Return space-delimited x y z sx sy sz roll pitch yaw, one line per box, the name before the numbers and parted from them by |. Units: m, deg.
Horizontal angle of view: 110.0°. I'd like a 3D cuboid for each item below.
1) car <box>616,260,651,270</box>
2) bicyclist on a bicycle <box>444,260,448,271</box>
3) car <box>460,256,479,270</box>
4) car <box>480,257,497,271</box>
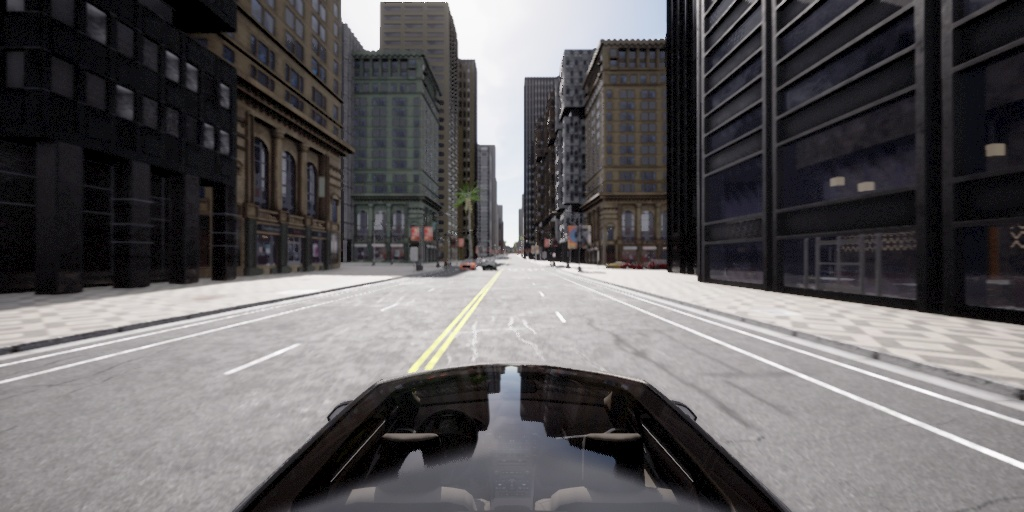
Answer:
car | 20.688 1.731 61.203 4.507 1.381 1.888 0 0 0
bicyclist on a bicycle | -8.926 1.323 48.242 0.582 1.620 1.656 0 0 -1
car | -6.540 1.232 53.885 2.097 1.767 4.553 0 0 0
car | -3.296 1.231 53.075 2.097 1.767 4.553 0 0 0
